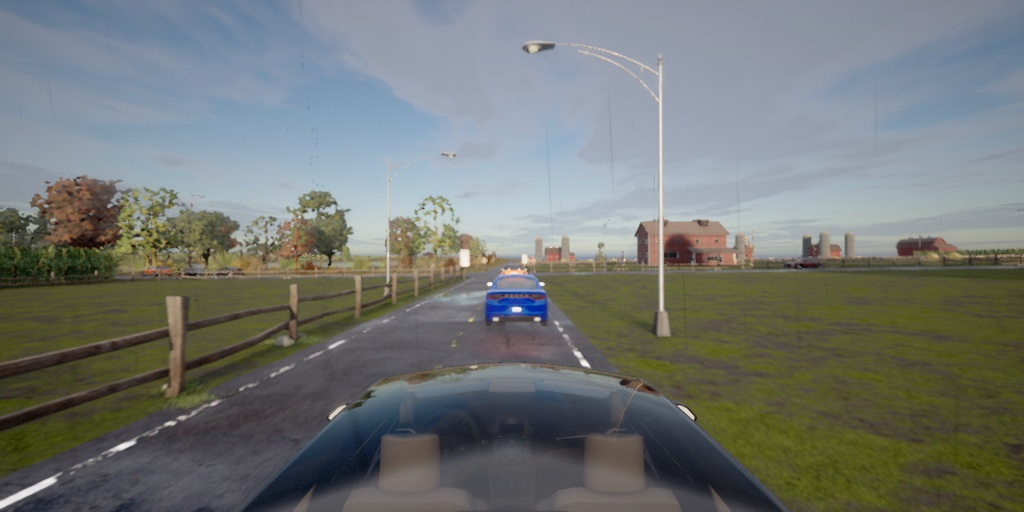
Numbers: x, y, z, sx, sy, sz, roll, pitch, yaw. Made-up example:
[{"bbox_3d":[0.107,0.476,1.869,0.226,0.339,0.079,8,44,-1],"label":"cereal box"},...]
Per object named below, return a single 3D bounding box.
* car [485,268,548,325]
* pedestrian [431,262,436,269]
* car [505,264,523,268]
[{"bbox_3d":[0.137,1.349,12.373,1.882,1.535,5.008,0,0,0],"label":"car"},{"bbox_3d":[-12.017,1.775,54.636,0.375,1.860,0.375,0,1,1],"label":"pedestrian"},{"bbox_3d":[0.173,1.418,29.219,2.097,1.767,4.553,0,-1,0],"label":"car"}]
